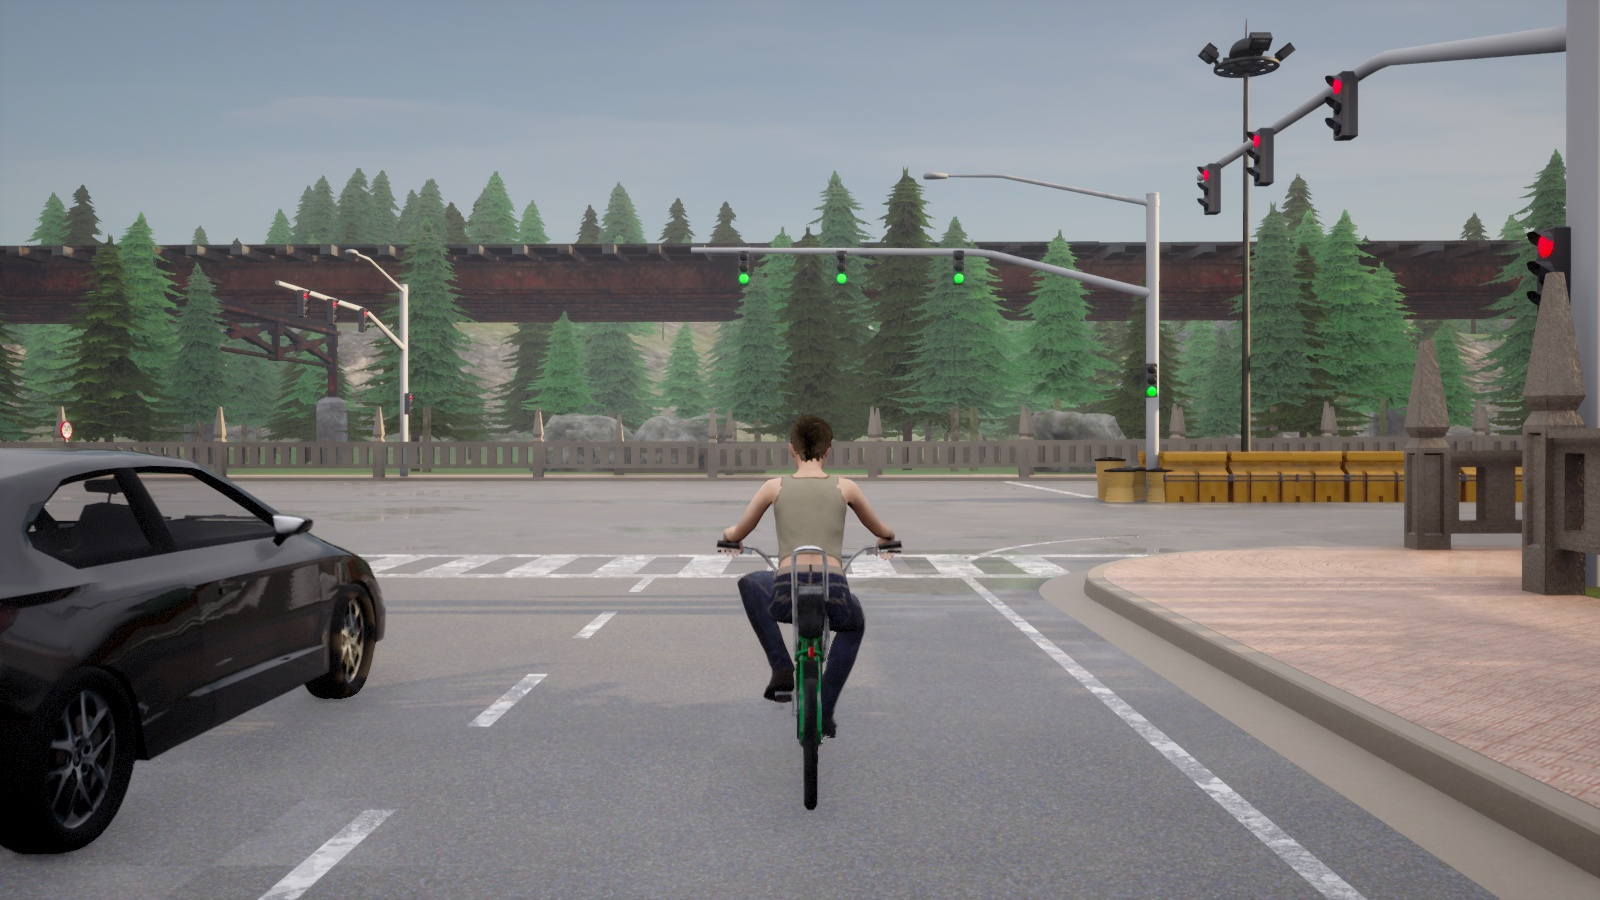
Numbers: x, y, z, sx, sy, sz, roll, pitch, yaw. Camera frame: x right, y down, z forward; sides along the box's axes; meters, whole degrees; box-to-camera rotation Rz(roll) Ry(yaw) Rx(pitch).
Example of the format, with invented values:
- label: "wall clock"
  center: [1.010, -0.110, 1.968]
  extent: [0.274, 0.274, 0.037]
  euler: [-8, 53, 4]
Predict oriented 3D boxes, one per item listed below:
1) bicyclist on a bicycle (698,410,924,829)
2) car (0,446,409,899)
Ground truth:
- label: "bicyclist on a bicycle"
  center: [0.042, 0.652, 5.589]
  extent: [0.866, 1.612, 1.509]
  euler: [0, 0, 0]
- label: "car"
  center: [-3.452, 0.723, 6.046]
  extent: [1.816, 1.474, 4.193]
  euler: [0, 0, 0]
